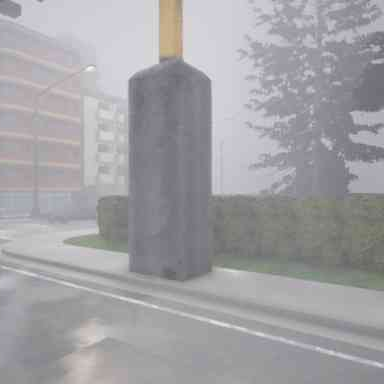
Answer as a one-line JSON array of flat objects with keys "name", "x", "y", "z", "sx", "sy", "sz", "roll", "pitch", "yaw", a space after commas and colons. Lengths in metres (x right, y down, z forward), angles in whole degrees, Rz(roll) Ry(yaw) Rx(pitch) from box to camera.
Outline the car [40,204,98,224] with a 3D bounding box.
[{"name": "car", "x": -9.009, "y": 1.630, "z": 26.118, "sx": 2.033, "sy": 1.411, "sz": 5.357, "roll": 0, "pitch": 0, "yaw": 36}]
